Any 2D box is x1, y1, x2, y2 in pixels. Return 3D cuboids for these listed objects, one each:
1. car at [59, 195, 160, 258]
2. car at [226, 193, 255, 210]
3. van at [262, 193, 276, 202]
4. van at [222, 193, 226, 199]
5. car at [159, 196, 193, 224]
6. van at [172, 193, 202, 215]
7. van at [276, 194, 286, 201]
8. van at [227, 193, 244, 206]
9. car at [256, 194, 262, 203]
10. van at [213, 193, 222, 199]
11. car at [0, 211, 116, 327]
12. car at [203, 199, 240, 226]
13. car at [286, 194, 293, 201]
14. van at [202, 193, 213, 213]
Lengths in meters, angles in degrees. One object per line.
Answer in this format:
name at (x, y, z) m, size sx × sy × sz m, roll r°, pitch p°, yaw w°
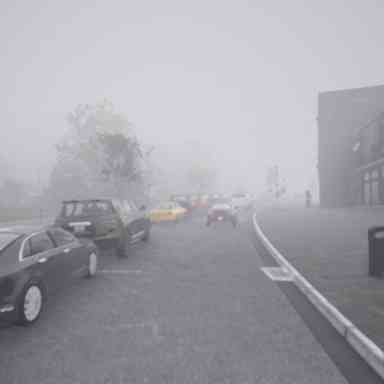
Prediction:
car at (-3.072, 1.157, 12.477) m, size 2.435 × 2.045 × 5.566 m, roll -3°, pitch 0°, yaw 5°
car at (5.879, 1.091, 39.618) m, size 2.150 × 2.045 × 5.566 m, roll -1°, pitch 0°, yaw 15°
van at (17.004, 1.334, 76.009) m, size 1.878 × 1.987 × 4.442 m, roll -2°, pitch 0°, yaw 28°
van at (3.545, 1.174, 45.380) m, size 1.878 × 1.987 × 4.442 m, roll -2°, pitch 0°, yaw 16°
car at (-1.634, 1.368, 23.725) m, size 1.946 × 1.575 × 5.366 m, roll -2°, pitch 0°, yaw 11°
van at (-0.657, 1.141, 29.156) m, size 1.878 × 1.987 × 4.442 m, roll -2°, pitch 0°, yaw 9°
van at (21.898, 1.360, 84.674) m, size 1.878 × 1.987 × 4.442 m, roll -2°, pitch 0°, yaw 28°
van at (7.345, 1.231, 55.901) m, size 1.878 × 1.987 × 4.442 m, roll -2°, pitch 0°, yaw 20°
car at (11.849, 1.558, 66.004) m, size 2.002 × 1.452 × 4.674 m, roll -2°, pitch 0°, yaw 25°
van at (1.967, 1.155, 40.028) m, size 1.878 × 1.987 × 4.442 m, roll -2°, pitch 0°, yaw 15°
car at (-3.451, 1.439, 6.865) m, size 2.231 × 1.521 × 4.892 m, roll -3°, pitch 1°, yaw 3°
car at (2.058, 1.402, 22.197) m, size 1.812 × 1.442 × 4.674 m, roll 0°, pitch 0°, yaw 9°
car at (25.190, 1.630, 90.293) m, size 2.163 × 1.488 × 4.792 m, roll -2°, pitch 0°, yaw 29°
van at (0.561, 1.144, 34.616) m, size 1.878 × 1.987 × 4.442 m, roll -2°, pitch 0°, yaw 14°
